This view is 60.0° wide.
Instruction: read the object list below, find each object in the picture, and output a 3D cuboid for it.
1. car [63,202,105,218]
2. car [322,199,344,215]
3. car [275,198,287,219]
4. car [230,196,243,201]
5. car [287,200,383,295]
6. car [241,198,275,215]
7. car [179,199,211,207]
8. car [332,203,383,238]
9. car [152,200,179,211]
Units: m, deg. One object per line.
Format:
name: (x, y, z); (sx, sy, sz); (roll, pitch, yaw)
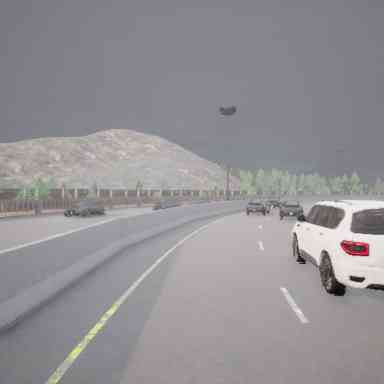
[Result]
car: (-9.538, 1.564, 29.736); (1.994, 1.385, 4.181); (0, 0, 17)
car: (15.357, 1.546, 36.056); (2.033, 1.411, 5.357); (0, 0, 25)
car: (8.585, 1.490, 28.516); (2.128, 1.511, 4.902); (0, 0, 18)
car: (9.151, 1.560, 66.067); (1.994, 1.385, 4.181); (0, 0, 38)
car: (4.169, 1.223, 8.725); (2.150, 2.045, 5.566); (0, 0, 6)
car: (6.712, 1.490, 33.526); (2.128, 1.511, 4.902); (0, 0, 21)
car: (0.821, 1.546, 38.303); (2.033, 1.411, 5.357); (0, 0, 23)
car: (9.413, 1.477, 18.756); (1.882, 1.535, 5.008); (0, 0, 12)
car: (-2.908, 1.563, 38.205); (1.994, 1.385, 4.181); (0, 0, 22)
